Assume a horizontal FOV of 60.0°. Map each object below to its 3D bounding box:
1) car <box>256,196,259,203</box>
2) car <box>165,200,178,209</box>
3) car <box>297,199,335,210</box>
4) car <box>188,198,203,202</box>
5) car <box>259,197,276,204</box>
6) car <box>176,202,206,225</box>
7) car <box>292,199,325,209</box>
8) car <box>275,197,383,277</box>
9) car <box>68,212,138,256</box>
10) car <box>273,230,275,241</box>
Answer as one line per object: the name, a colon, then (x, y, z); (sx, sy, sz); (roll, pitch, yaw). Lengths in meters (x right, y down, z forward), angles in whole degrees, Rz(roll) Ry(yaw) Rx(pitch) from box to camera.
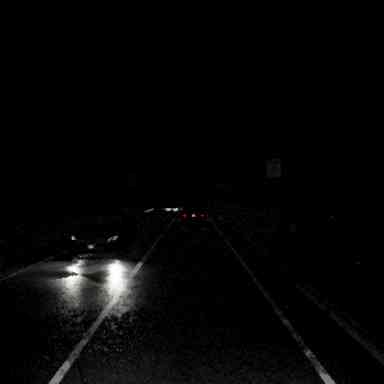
car: (18.697, 2.194, 81.043); (4.674, 1.452, 2.002); (0, -1, 0)
car: (-3.307, 2.016, 54.971); (1.994, 1.385, 4.181); (0, -1, 0)
car: (18.707, 1.857, 50.263); (4.892, 1.521, 2.231); (0, -1, 0)
car: (0.106, 1.823, 42.855); (2.128, 1.511, 4.902); (0, -1, 0)
car: (18.767, 1.996, 77.875); (4.553, 1.767, 2.185); (0, -1, 0)
car: (0.103, 1.705, 25.479); (2.033, 1.411, 5.357); (0, -1, 0)
car: (18.712, 1.927, 53.539); (4.674, 1.452, 2.002); (0, -1, 0)
car: (5.626, 1.241, 9.804); (5.566, 2.045, 2.435); (0, 0, 0)
car: (-3.348, 1.565, 13.349); (1.812, 1.442, 4.674); (0, 0, 0)
car: (5.594, 1.509, 12.604); (4.892, 1.521, 2.231); (0, 0, 0)
